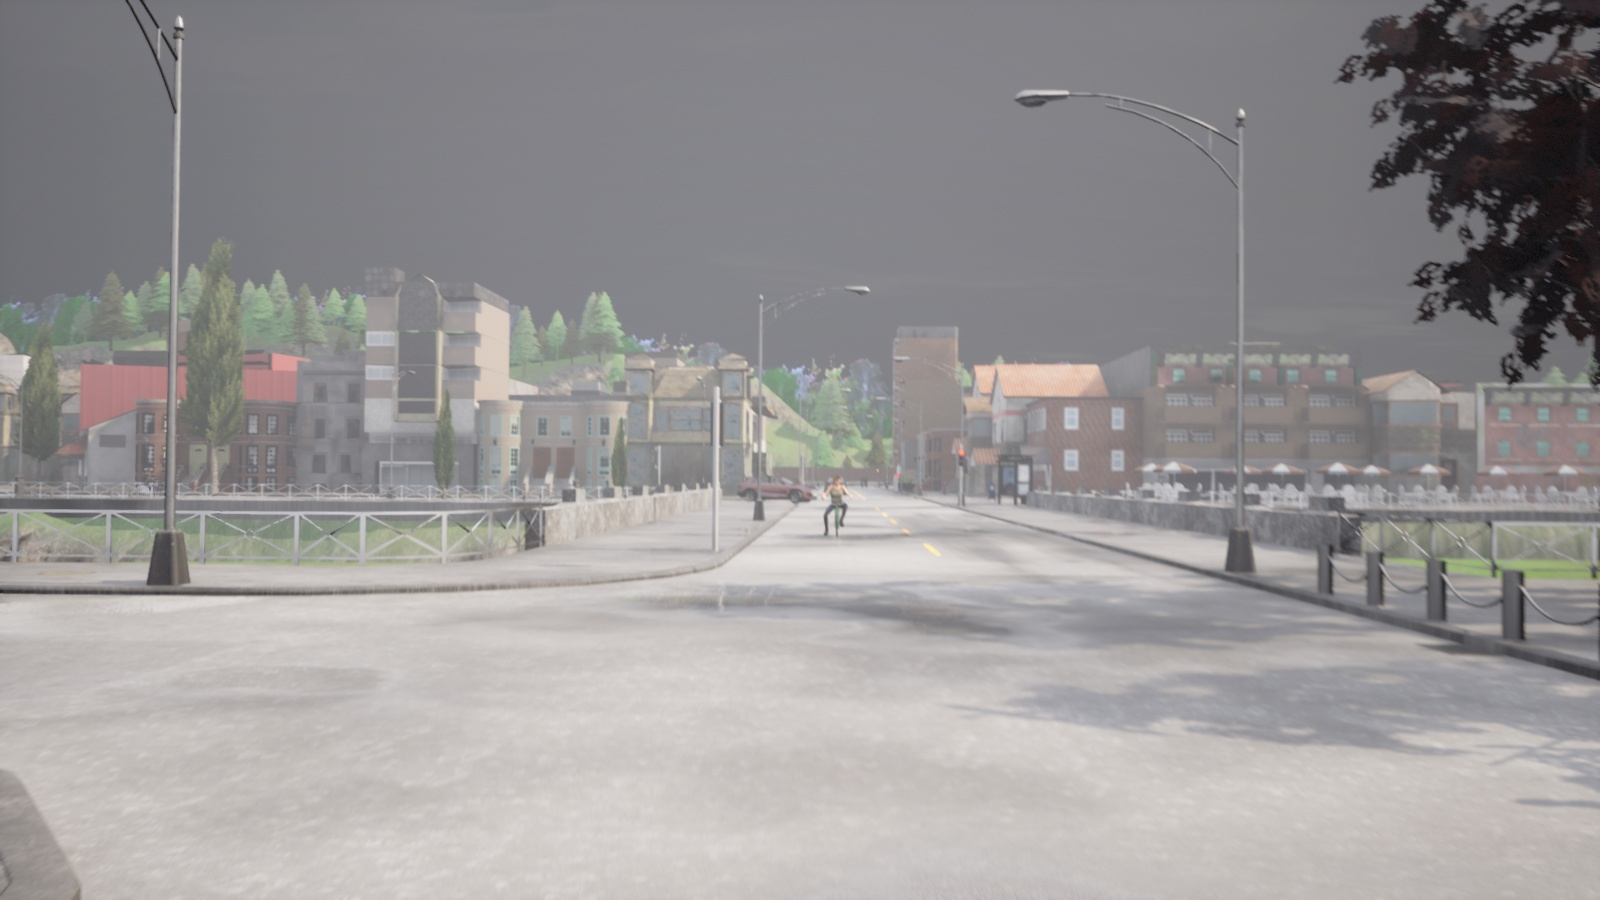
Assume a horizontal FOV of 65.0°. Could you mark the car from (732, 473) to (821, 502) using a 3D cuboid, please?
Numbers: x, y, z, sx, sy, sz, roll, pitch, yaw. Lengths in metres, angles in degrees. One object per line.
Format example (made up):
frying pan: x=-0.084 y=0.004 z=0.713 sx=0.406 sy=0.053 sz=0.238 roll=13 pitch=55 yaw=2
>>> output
car: x=-1.366 y=2.207 z=74.433 sx=4.856 sy=1.649 sz=2.033 roll=-1 pitch=-2 yaw=21

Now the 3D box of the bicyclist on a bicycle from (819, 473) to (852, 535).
bicyclist on a bicycle: x=0.943 y=1.409 z=33.437 sx=0.866 sy=1.612 sz=1.509 roll=0 pitch=-1 yaw=1
